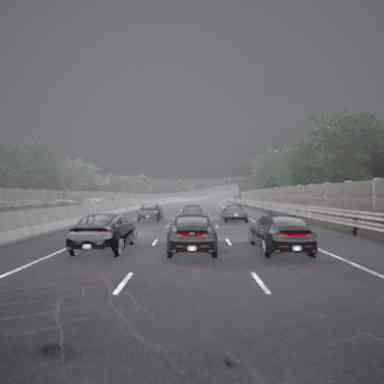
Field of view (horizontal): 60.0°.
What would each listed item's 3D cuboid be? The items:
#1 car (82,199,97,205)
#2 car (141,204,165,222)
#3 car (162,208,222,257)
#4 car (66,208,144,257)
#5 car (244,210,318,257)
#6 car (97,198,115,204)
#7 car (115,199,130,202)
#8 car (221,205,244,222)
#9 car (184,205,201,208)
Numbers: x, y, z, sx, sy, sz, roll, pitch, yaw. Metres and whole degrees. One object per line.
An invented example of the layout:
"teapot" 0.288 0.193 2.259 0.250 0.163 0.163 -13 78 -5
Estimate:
"car" -20.147 2.119 65.832 1.895 1.301 4.718 0 -1 2
"car" -3.450 1.727 28.476 2.128 1.511 4.902 0 0 1
"car" 0.019 1.628 13.496 1.837 1.490 4.892 0 0 0
"car" -3.481 1.614 13.497 2.128 1.511 4.902 0 0 0
"car" 3.519 1.628 13.503 1.837 1.490 4.892 0 0 0
"car" -16.645 1.883 65.846 2.097 1.767 4.553 0 -1 2
"car" -13.159 2.128 65.543 1.895 1.301 4.718 0 -1 2
"car" 3.551 1.799 28.425 1.994 1.385 4.181 0 0 1
"car" 0.030 1.775 27.447 2.033 1.411 5.357 0 0 1
